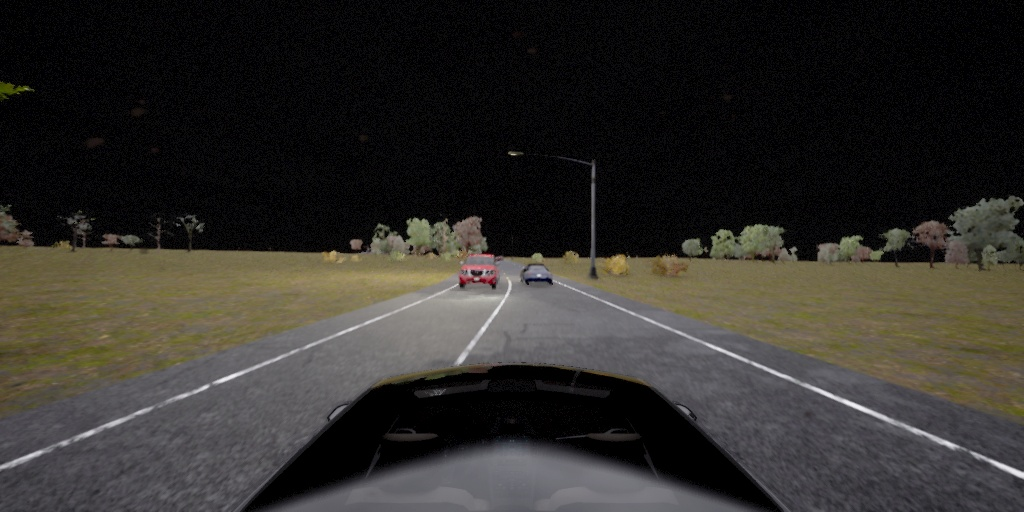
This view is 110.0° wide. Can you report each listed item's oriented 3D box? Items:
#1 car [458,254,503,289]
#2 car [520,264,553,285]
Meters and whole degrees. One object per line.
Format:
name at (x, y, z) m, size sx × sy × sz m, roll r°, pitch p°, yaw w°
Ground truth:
car at (-1.932, 0.895, 22.425) m, size 2.150 × 2.045 × 5.566 m, roll 1°, pitch 0°, yaw 0°
car at (1.675, 1.250, 25.735) m, size 1.994 × 1.385 × 4.181 m, roll 0°, pitch 0°, yaw -3°
